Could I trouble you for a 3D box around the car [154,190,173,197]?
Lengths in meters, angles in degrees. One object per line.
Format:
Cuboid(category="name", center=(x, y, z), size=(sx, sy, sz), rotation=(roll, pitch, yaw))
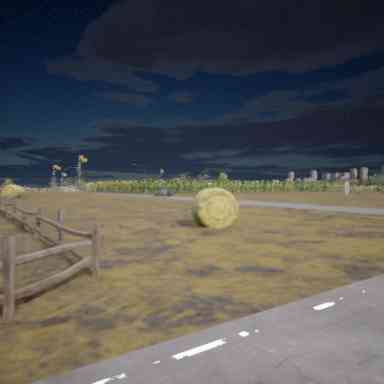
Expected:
Cuboid(category="car", center=(-5.244, 0.240, 60.909), size=(1.994, 1.385, 4.181), rotation=(1, 0, -35))
